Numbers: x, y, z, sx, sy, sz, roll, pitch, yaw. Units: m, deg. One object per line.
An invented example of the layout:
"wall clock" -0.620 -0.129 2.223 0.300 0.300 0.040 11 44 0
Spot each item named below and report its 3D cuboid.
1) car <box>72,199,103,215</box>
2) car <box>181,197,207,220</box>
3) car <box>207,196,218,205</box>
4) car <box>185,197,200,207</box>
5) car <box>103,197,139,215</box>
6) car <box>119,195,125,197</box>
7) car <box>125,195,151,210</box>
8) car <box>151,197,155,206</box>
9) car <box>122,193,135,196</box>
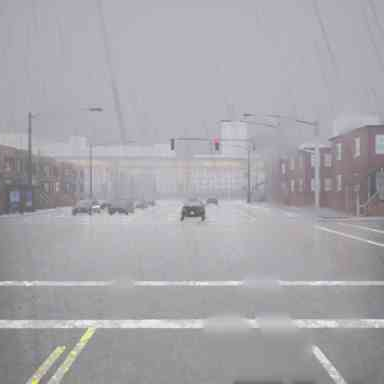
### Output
"car" -10.599 1.505 33.740 1.837 1.490 4.892 0 0 0
"car" 0.113 1.477 28.307 1.882 1.535 5.008 0 0 2
"car" 3.480 1.505 58.473 1.837 1.490 4.892 0 0 0
"car" 0.082 1.491 51.121 2.128 1.511 4.902 0 0 0
"car" -7.103 1.547 34.079 2.033 1.411 5.357 0 0 0
"car" -10.604 1.547 44.119 2.033 1.411 5.357 0 0 0
"car" -7.098 1.491 44.060 2.128 1.511 4.902 0 0 0
"car" -7.093 1.505 54.151 1.837 1.490 4.892 0 0 0
"car" -10.602 1.221 54.776 2.150 2.045 5.566 0 0 -1
